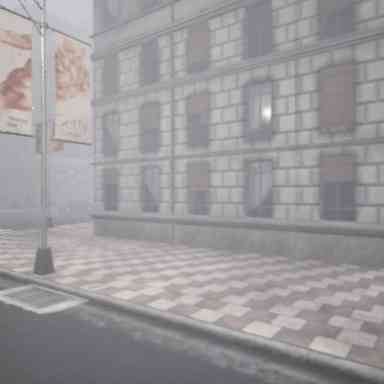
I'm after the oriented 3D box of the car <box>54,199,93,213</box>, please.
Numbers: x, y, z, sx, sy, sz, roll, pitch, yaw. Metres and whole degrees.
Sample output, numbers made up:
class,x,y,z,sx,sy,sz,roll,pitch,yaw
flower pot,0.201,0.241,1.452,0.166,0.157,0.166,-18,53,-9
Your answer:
class,x,y,z,sx,sy,sz,roll,pitch,yaw
car,-13.978,1.656,39.730,1.837,1.490,4.892,0,0,36
